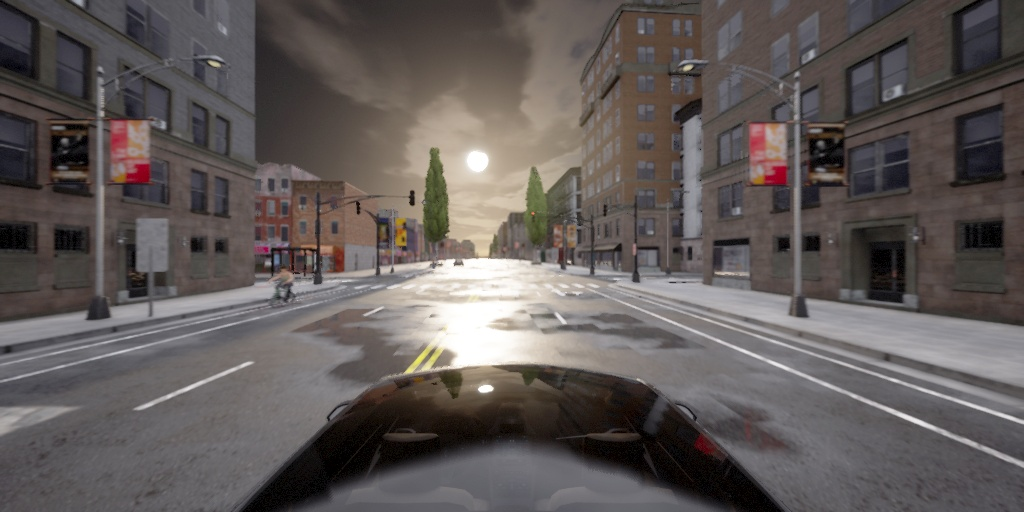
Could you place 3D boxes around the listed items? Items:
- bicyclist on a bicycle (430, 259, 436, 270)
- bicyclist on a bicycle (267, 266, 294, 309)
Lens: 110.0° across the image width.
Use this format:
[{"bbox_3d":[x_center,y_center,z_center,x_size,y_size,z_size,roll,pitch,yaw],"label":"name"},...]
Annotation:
[{"bbox_3d":[-10.860,1.194,49.538,0.866,1.612,1.509,0,0,-5],"label":"bicyclist on a bicycle"},{"bbox_3d":[-8.915,1.186,13.942,0.866,1.612,1.509,0,0,-1],"label":"bicyclist on a bicycle"}]
